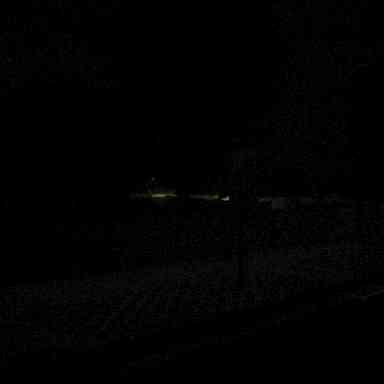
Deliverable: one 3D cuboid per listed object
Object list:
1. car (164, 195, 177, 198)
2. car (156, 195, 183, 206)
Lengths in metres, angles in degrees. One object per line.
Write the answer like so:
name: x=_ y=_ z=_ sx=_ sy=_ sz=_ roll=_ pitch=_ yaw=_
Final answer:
car: x=-2.416 y=1.370 z=45.213 sx=2.033 sy=1.411 sz=5.357 roll=0 pitch=0 yaw=-35
car: x=-3.561 y=1.271 z=51.891 sx=1.882 sy=1.535 sz=5.008 roll=0 pitch=0 yaw=-34
